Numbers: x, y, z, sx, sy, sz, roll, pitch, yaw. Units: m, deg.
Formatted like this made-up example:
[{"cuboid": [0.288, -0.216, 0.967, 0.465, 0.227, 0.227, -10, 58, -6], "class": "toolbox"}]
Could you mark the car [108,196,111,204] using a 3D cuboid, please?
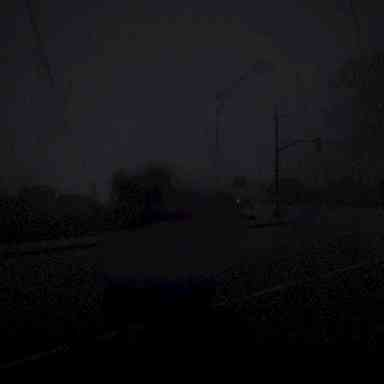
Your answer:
[{"cuboid": [-11.249, 1.137, 51.294, 1.837, 1.490, 4.892, -2, 1, -39], "class": "car"}]

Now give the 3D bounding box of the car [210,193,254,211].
[{"cuboid": [3.857, 0.881, 32.585, 2.097, 1.767, 4.553, -1, 0, -39], "class": "car"}]
